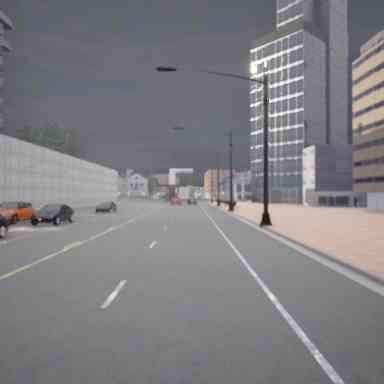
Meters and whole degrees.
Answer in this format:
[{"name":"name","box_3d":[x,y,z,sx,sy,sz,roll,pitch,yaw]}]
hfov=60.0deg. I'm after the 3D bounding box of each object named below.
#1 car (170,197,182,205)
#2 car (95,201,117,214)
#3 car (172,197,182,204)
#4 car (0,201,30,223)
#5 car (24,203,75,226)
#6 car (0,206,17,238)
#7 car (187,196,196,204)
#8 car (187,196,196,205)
[{"name":"car","box_3d":[-3.525,1.913,72.168,2.097,1.767,4.553,0,0,0]},{"name":"car","box_3d":[-10.514,1.877,40.977,1.837,1.490,4.892,0,0,0]},{"name":"car","box_3d":[-3.527,2.036,80.984,2.128,1.511,4.902,0,0,1]},{"name":"car","box_3d":[-14.096,1.554,26.046,2.097,1.767,4.553,0,0,0]},{"name":"car","box_3d":[-10.600,1.702,25.616,1.837,1.490,4.892,0,0,0]},{"name":"car","box_3d":[-10.603,1.627,15.753,1.837,1.490,4.892,0,0,0]},{"name":"car","box_3d":[-0.027,1.867,80.957,2.097,1.767,4.553,0,0,1]},{"name":"car","box_3d":[-0.026,2.113,72.581,1.994,1.385,4.181,0,0,0]}]
